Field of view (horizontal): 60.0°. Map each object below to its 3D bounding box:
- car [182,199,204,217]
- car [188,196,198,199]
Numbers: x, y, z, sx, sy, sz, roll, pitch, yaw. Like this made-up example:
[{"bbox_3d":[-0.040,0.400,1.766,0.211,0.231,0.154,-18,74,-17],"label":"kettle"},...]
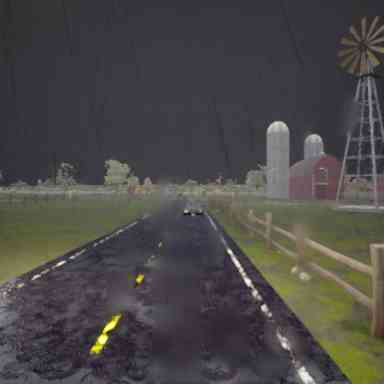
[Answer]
[{"bbox_3d":[0.116,1.631,30.263,1.895,1.301,4.718,0,0,0],"label":"car"},{"bbox_3d":[0.236,1.432,61.765,2.128,1.511,4.902,0,0,0],"label":"car"}]
